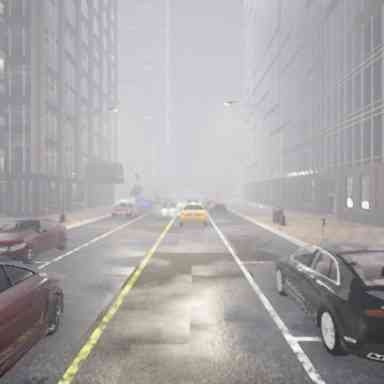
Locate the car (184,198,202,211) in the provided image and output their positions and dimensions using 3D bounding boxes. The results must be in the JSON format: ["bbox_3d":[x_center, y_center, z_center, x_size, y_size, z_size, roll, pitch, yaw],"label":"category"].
[{"bbox_3d":[0.094,1.490,41.438,2.033,1.411,5.357,0,0,0],"label":"car"}]

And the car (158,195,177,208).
[{"bbox_3d":[-3.093,1.426,46.334,2.128,1.511,4.902,0,0,0],"label":"car"}]

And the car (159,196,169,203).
[{"bbox_3d":[-5.700,1.473,68.482,1.802,1.307,4.206,0,0,0],"label":"car"}]

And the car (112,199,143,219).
[{"bbox_3d":[-5.695,1.544,28.633,1.802,1.307,4.206,0,0,0],"label":"car"}]

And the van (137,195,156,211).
[{"bbox_3d":[-5.697,1.286,40.017,1.690,1.788,3.998,0,0,0],"label":"van"}]

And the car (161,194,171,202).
[{"bbox_3d":[-5.701,1.314,74.174,1.967,1.590,4.097,0,0,0],"label":"car"}]

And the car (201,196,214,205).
[{"bbox_3d":[2.682,1.469,57.093,2.008,1.369,4.403,0,0,0],"label":"car"}]

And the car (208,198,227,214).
[{"bbox_3d":[2.685,1.536,34.324,1.802,1.307,4.206,0,0,0],"label":"car"}]

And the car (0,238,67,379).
[{"bbox_3d":[-3.101,1.561,3.838,1.994,1.385,4.181,0,0,0],"label":"car"}]

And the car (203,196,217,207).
[{"bbox_3d":[2.683,1.368,51.400,1.967,1.590,4.097,0,0,0],"label":"car"}]

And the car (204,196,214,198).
[{"bbox_3d":[2.683,1.488,45.708,2.008,1.369,4.403,0,0,0],"label":"car"}]

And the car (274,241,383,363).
[{"bbox_3d":[2.689,1.546,5.861,2.008,1.369,4.403,0,0,0],"label":"car"}]

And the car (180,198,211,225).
[{"bbox_3d":[0.097,1.427,23.406,1.801,1.575,5.366,0,0,0],"label":"car"}]

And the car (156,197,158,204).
[{"bbox_3d":[-5.699,1.500,57.094,1.802,1.307,4.206,0,0,0],"label":"car"}]

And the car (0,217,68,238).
[{"bbox_3d":[-5.693,1.570,11.555,1.802,1.307,4.206,0,0,0],"label":"car"}]
